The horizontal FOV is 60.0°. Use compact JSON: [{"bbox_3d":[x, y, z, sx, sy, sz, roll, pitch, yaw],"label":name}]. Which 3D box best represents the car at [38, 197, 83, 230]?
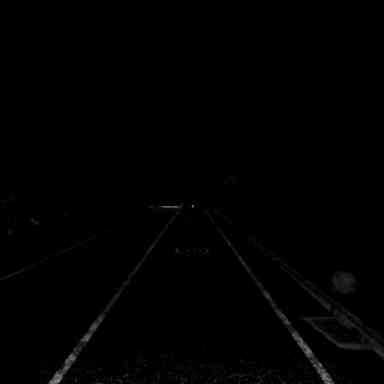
[{"bbox_3d":[-8.879,1.343,18.604,4.553,1.767,2.185,0,0,0],"label":"car"}]

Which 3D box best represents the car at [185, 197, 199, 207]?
[{"bbox_3d":[0.004,1.501,51.028,1.994,1.385,4.181,0,0,0],"label":"car"}]

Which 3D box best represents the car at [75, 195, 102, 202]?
[{"bbox_3d":[-22.068,1.322,71.015,5.008,1.535,2.097,0,0,0],"label":"car"}]

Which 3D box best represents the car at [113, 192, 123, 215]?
[{"bbox_3d":[-8.893,1.216,27.014,5.566,2.045,2.435,0,0,0],"label":"car"}]

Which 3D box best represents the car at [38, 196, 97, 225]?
[{"bbox_3d":[-8.883,1.342,21.407,4.553,1.767,2.185,0,0,0],"label":"car"}]

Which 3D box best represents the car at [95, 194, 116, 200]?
[{"bbox_3d":[-22.053,1.240,84.893,4.792,1.488,2.163,0,0,0],"label":"car"}]

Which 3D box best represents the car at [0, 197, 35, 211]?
[{"bbox_3d":[-22.206,1.463,40.476,5.366,1.575,1.946,0,0,0],"label":"car"}]

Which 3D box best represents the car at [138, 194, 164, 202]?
[{"bbox_3d":[-8.799,1.310,71.876,5.366,1.575,1.946,0,0,0],"label":"car"}]

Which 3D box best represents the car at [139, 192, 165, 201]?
[{"bbox_3d":[-8.959,1.039,74.677,5.566,2.045,2.435,0,0,0],"label":"car"}]

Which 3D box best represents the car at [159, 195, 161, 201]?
[{"bbox_3d":[-8.967,1.381,63.466,5.008,1.535,2.097,0,0,0],"label":"car"}]

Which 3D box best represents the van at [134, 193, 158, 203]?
[{"bbox_3d":[-9.093,1.133,66.267,4.442,1.987,1.878,0,0,0],"label":"van"}]

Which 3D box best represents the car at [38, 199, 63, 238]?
[{"bbox_3d":[-8.937,1.343,15.801,4.553,1.767,2.185,0,0,0],"label":"car"}]

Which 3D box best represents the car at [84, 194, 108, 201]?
[{"bbox_3d":[-22.099,1.307,76.566,4.792,1.488,2.163,0,0,0],"label":"car"}]

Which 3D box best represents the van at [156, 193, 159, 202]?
[{"bbox_3d":[-8.852,1.177,60.657,4.442,1.987,1.878,0,0,0],"label":"van"}]

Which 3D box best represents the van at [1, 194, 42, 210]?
[{"bbox_3d":[-22.141,1.240,43.251,4.442,1.987,1.878,0,0,0],"label":"van"}]

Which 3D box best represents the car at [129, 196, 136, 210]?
[{"bbox_3d":[-8.927,1.466,35.423,4.892,1.521,2.231,0,0,0],"label":"car"}]

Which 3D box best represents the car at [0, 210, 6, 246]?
[{"bbox_3d":[-8.893,1.470,10.194,5.008,1.535,2.097,0,0,0],"label":"car"}]

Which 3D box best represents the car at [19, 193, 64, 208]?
[{"bbox_3d":[-22.003,1.208,48.804,5.566,2.045,2.435,0,0,0],"label":"car"}]

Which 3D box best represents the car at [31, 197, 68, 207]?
[{"bbox_3d":[-22.064,1.481,51.580,4.792,1.488,2.163,0,0,0],"label":"car"}]

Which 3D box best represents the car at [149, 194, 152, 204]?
[{"bbox_3d":[-8.959,1.457,49.443,4.892,1.521,2.231,0,0,0],"label":"car"}]

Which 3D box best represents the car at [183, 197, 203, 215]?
[{"bbox_3d":[0.087,1.413,33.145,2.033,1.649,4.856,0,0,0],"label":"car"}]

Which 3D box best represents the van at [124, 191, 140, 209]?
[{"bbox_3d":[-9.058,1.238,41.030,4.442,1.987,1.878,0,0,0],"label":"van"}]

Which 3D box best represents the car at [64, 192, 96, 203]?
[{"bbox_3d":[-22.026,1.115,65.462,5.566,2.045,2.435,0,0,0],"label":"car"}]

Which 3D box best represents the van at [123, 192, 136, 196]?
[{"bbox_3d":[-9.054,1.239,38.227,4.442,1.987,1.878,0,0,0],"label":"van"}]

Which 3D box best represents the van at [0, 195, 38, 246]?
[{"bbox_3d":[-8.786,1.244,12.997,4.442,1.987,1.878,0,0,0],"label":"van"}]

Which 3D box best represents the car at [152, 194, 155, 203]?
[{"bbox_3d":[-8.990,1.467,55.054,4.792,1.488,2.163,0,0,0],"label":"car"}]

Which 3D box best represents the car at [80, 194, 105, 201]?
[{"bbox_3d":[-22.073,1.301,73.791,4.892,1.521,2.231,0,0,0],"label":"car"}]

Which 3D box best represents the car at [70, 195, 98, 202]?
[{"bbox_3d":[-22.064,1.344,68.239,5.008,1.535,2.097,0,0,0],"label":"car"}]

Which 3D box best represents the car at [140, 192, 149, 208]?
[{"bbox_3d":[-8.917,1.212,43.834,5.566,2.045,2.435,0,0,0],"label":"car"}]

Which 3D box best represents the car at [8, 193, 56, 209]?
[{"bbox_3d":[-22.056,1.213,46.027,5.566,2.045,2.435,0,0,0],"label":"car"}]

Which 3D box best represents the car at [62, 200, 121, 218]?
[{"bbox_3d":[-8.923,1.506,29.817,4.674,1.452,2.002,0,0,0],"label":"car"}]

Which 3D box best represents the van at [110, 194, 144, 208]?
[{"bbox_3d":[-9.066,1.237,46.635,4.442,1.987,1.878,0,0,0],"label":"van"}]

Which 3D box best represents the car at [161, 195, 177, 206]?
[{"bbox_3d":[-3.322,1.476,53.114,2.033,1.411,5.357,0,0,0],"label":"car"}]

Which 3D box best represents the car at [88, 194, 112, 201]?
[{"bbox_3d":[-21.888,1.252,79.341,5.366,1.575,1.946,0,0,0],"label":"car"}]

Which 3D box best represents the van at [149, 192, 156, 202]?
[{"bbox_3d":[-9.081,1.194,57.855,4.442,1.987,1.878,0,0,0],"label":"van"}]

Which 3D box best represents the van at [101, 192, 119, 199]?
[{"bbox_3d":[-22.206,0.940,90.441,4.442,1.987,1.878,0,0,0],"label":"van"}]

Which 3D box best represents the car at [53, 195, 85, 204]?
[{"bbox_3d":[-22.042,1.408,59.912,5.008,1.535,2.097,0,0,0],"label":"car"}]

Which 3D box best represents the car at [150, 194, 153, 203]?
[{"bbox_3d":[-8.954,1.488,52.246,4.674,1.452,2.002,0,0,0],"label":"car"}]

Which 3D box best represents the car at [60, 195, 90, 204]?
[{"bbox_3d":[-22.045,1.390,62.689,4.892,1.521,2.231,0,0,0],"label":"car"}]

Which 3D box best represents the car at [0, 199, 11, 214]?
[{"bbox_3d":[-21.984,1.497,34.925,4.792,1.488,2.163,0,0,0],"label":"car"}]

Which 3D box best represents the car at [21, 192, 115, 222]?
[{"bbox_3d":[-8.889,1.216,24.210,5.566,2.045,2.435,0,0,0],"label":"car"}]

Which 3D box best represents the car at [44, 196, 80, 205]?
[{"bbox_3d":[-22.228,1.423,57.134,5.366,1.575,1.946,0,0,0],"label":"car"}]

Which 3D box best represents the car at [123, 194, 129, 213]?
[{"bbox_3d":[-8.961,1.340,32.620,4.553,1.767,2.185,0,0,0],"label":"car"}]
